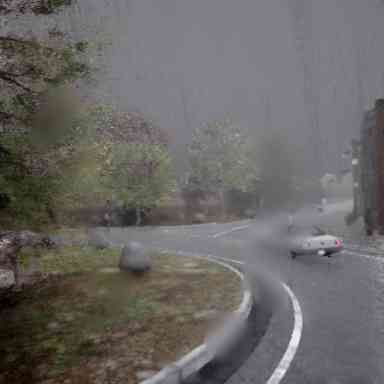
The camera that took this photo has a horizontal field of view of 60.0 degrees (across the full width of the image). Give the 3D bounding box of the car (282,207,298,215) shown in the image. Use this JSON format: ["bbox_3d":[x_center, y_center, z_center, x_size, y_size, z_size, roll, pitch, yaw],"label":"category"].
[{"bbox_3d":[17.009,3.261,57.618,1.895,1.301,4.718,-2,-1,30],"label":"car"}]

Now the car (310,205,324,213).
[{"bbox_3d":[23.617,3.180,62.669,1.812,1.442,4.674,-2,-1,30],"label":"car"}]

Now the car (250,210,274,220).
[{"bbox_3d":[9.199,3.001,43.584,1.895,1.301,4.718,-1,-2,29],"label":"car"}]

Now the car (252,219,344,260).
[{"bbox_3d":[4.457,2.104,14.842,1.895,1.301,4.718,-2,-2,-12],"label":"car"}]
